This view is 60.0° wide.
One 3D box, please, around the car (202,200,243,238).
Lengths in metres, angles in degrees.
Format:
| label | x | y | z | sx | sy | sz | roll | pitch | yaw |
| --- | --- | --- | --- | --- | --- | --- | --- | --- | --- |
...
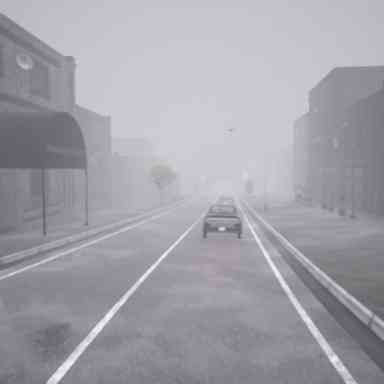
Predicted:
| label | x | y | z | sx | sy | sz | roll | pitch | yaw |
| --- | --- | --- | --- | --- | --- | --- | --- | --- | --- |
| car | 1.569 | 1.388 | 17.035 | 2.128 | 1.511 | 4.902 | 1 | 1 | 6 |

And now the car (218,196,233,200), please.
| label | x | y | z | sx | sy | sz | roll | pitch | yaw |
| --- | --- | --- | --- | --- | --- | --- | --- | --- | --- |
| car | 3.602 | 1.150 | 35.638 | 2.033 | 1.411 | 5.357 | 1 | 1 | 6 |
